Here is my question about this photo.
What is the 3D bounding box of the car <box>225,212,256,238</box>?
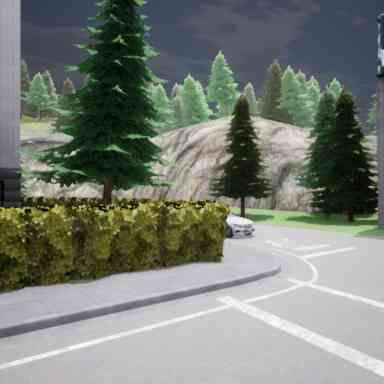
[{"bbox_3d":[1.477,1.699,19.120,1.812,1.442,4.674,0,0,-42],"label":"car"}]
